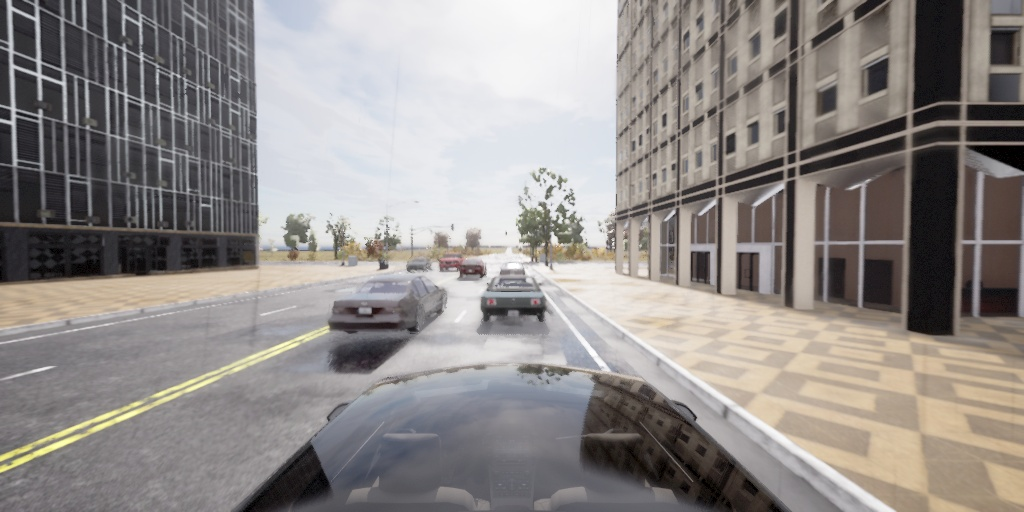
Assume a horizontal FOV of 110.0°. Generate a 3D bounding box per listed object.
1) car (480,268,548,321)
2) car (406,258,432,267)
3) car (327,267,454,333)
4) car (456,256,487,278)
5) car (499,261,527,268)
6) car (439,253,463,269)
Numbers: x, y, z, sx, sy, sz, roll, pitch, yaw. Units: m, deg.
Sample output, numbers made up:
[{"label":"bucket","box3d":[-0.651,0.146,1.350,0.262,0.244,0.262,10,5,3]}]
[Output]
[{"label":"car","box3d":[0.060,1.263,11.997,1.895,1.301,4.718,0,0,0]},{"label":"car","box3d":[-9.824,0.927,38.292,1.837,1.490,4.892,0,0,0]},{"label":"car","box3d":[-3.202,1.224,10.370,2.033,1.411,5.357,0,1,1]},{"label":"car","box3d":[-3.175,0.977,29.963,1.882,1.535,5.008,0,0,0]},{"label":"car","box3d":[0.048,1.090,25.355,2.033,1.411,5.357,0,1,1]},{"label":"car","box3d":[-6.565,0.631,39.673,2.150,2.045,5.566,0,0,1]}]
